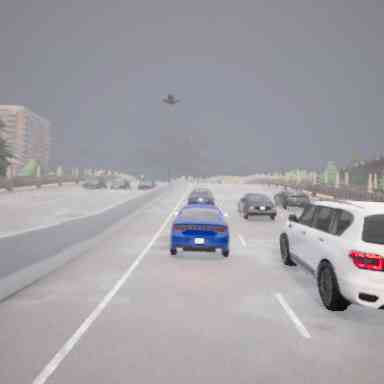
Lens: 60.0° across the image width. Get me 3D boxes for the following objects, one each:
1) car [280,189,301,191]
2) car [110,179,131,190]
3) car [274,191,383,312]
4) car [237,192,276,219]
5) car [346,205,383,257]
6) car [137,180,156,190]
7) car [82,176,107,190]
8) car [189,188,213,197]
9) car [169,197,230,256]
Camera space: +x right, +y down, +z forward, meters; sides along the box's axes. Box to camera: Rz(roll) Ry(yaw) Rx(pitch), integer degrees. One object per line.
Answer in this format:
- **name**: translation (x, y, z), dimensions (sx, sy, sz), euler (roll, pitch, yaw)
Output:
- **car**: translation (7.710, 0.478, 26.181), dimensions (2.128, 1.511, 4.902), euler (1, 4, 2)
- **car**: translation (-9.426, -1.048, 44.090), dimensions (1.812, 1.442, 4.674), euler (1, 4, 2)
- **car**: translation (3.658, 1.185, 7.743), dimensions (2.150, 2.045, 5.566), euler (1, 2, 2)
- **car**: translation (4.014, 0.790, 21.045), dimensions (2.033, 1.411, 5.357), euler (1, 4, 2)
- **car**: translation (7.287, 1.410, 11.395), dimensions (1.837, 1.490, 4.892), euler (1, 3, 2)
- **car**: translation (-5.929, -0.930, 44.067), dimensions (1.994, 1.385, 4.181), euler (1, 4, 2)
- **car**: translation (-12.914, -1.312, 44.292), dimensions (2.097, 1.767, 4.553), euler (1, 4, 2)
- **car**: translation (0.708, 0.395, 26.180), dimensions (1.994, 1.385, 4.181), euler (1, 4, 2)
- **car**: translation (0.310, 1.188, 12.125), dimensions (1.882, 1.535, 5.008), euler (1, 2, 2)
